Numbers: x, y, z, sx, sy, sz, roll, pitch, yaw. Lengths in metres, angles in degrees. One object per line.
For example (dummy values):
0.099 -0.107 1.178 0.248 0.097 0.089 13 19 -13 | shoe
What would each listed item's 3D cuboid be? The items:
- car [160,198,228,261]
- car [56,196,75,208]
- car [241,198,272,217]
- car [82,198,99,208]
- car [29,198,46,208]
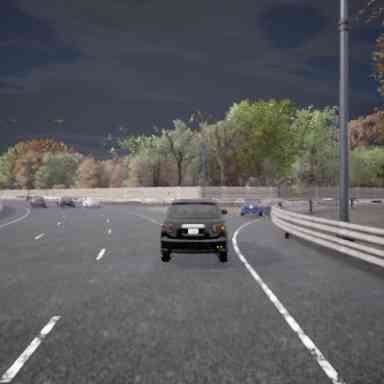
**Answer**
0.159 1.246 12.476 2.150 2.045 5.566 0 0 3 | car
-19.148 1.451 50.080 2.097 1.767 4.553 0 0 -31 | car
6.446 1.406 32.133 2.097 1.767 4.553 0 0 30 | car
-15.431 1.624 50.714 1.812 1.442 4.674 0 0 -30 | car
-23.372 1.593 50.308 2.128 1.511 4.902 0 0 -32 | car
